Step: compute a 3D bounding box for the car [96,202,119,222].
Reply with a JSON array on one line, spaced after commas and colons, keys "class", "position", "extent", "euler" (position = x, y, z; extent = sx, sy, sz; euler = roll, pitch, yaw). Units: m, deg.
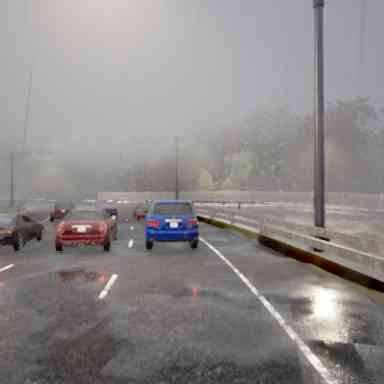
[{"class": "car", "position": [-7.895, 1.770, 30.662], "extent": [1.882, 1.535, 5.008], "euler": [0, 0, -16]}]

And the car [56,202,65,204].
[{"class": "car", "position": [-11.141, 1.631, 29.318], "extent": [2.097, 1.767, 4.553], "euler": [0, -1, -16]}]

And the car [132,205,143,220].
[{"class": "car", "position": [-4.484, 1.862, 31.458], "extent": [1.994, 1.385, 4.181], "euler": [0, -1, -16]}]

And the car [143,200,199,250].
[{"class": "car", "position": [-1.049, 1.362, 15.304], "extent": [2.150, 2.045, 5.566], "euler": [0, 0, -8]}]

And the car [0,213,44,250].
[{"class": "car", "position": [-8.043, 1.668, 14.720], "extent": [1.812, 1.442, 4.674], "euler": [0, 0, -8]}]

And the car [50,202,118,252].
[{"class": "car", "position": [-4.529, 1.493, 14.883], "extent": [2.097, 1.767, 4.553], "euler": [0, -1, -8]}]
